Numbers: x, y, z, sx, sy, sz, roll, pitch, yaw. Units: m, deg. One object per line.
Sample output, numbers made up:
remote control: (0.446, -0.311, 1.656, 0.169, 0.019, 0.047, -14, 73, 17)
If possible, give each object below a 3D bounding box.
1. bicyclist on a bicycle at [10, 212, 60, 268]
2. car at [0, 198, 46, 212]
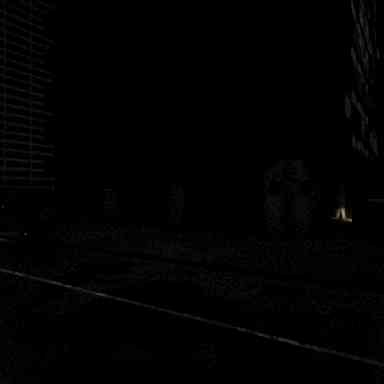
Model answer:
bicyclist on a bicycle: (-4.821, 1.443, 10.289, 0.582, 1.620, 1.656, 0, 2, 33)
car: (-19.790, 1.491, 39.438, 2.128, 1.511, 4.902, 0, 0, 33)
